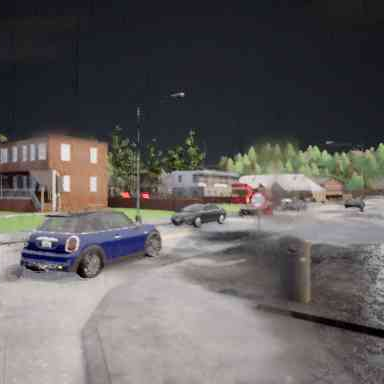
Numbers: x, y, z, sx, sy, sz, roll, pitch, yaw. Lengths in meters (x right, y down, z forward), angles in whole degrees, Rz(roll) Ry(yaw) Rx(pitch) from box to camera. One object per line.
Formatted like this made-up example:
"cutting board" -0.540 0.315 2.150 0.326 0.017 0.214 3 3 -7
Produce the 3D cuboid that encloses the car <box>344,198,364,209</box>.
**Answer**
"car" 22.309 1.549 45.696 1.994 1.385 4.181 0 0 35

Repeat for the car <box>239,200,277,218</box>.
"car" 5.999 1.458 30.047 1.882 1.535 5.008 0 0 36

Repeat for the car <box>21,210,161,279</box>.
"car" -2.798 1.340 10.375 2.097 1.767 4.553 0 0 25

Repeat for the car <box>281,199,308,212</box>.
"car" 11.784 1.543 38.137 1.994 1.385 4.181 0 0 35

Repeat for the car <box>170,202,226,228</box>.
"car" 0.512 1.485 22.363 1.837 1.490 4.892 0 0 35
